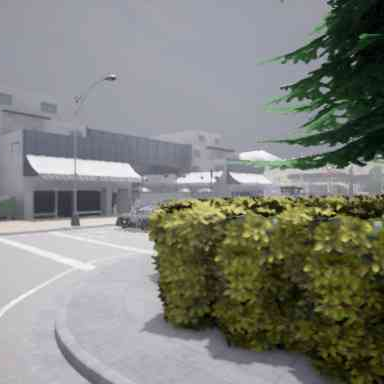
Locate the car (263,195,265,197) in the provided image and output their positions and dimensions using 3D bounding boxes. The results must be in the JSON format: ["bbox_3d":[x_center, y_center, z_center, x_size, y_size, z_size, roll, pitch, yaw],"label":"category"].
[{"bbox_3d":[15.497,1.287,78.945,2.152,1.636,5.027,0,0,40],"label":"car"}]

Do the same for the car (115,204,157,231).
[{"bbox_3d":[-2.291,1.397,19.112,1.994,1.385,4.181,0,0,40],"label":"car"}]

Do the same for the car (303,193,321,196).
[{"bbox_3d":[27.951,1.472,78.028,2.007,1.523,4.514,0,0,40],"label":"car"}]
